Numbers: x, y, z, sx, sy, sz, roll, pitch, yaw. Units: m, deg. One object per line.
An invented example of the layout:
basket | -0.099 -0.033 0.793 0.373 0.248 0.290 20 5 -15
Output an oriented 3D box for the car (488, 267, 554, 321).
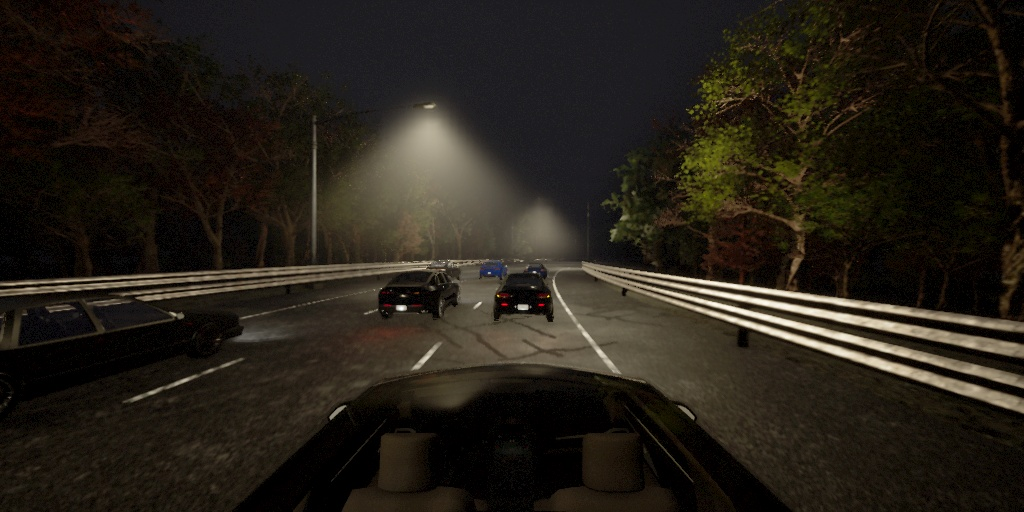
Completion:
car | 0.404 1.271 12.338 1.812 1.442 4.674 0 0 2

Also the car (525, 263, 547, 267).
car | 2.109 1.305 31.776 1.994 1.385 4.181 0 0 7

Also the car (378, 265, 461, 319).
car | -3.067 1.240 12.688 1.837 1.490 4.892 0 0 2

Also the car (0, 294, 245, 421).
car | -6.832 1.281 5.372 2.033 1.411 5.357 0 0 1

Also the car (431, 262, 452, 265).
car | -5.358 1.200 28.279 2.128 1.511 4.902 0 0 6

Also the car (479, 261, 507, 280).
car | -1.520 1.201 30.981 1.882 1.535 5.008 0 0 7
